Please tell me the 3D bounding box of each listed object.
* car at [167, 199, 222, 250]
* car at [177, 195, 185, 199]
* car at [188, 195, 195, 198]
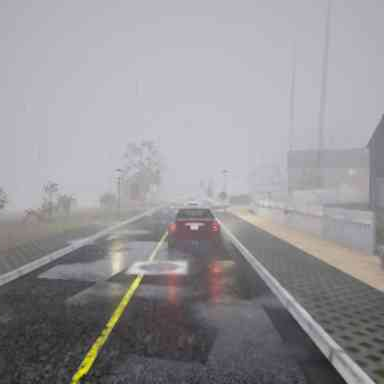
[{"bbox_3d":[0.092,1.363,14.603,2.097,1.767,4.553,0,0,0],"label":"car"},{"bbox_3d":[-2.782,1.606,85.867,1.882,1.535,5.008,0,0,0],"label":"car"},{"bbox_3d":[-0.032,1.636,85.636,1.994,1.385,4.181,0,0,0],"label":"car"}]
